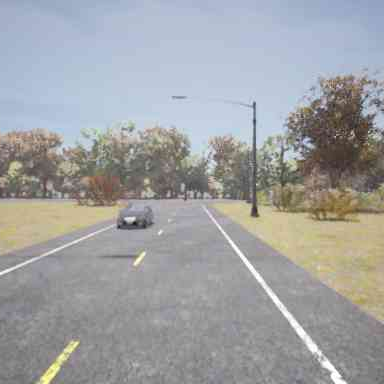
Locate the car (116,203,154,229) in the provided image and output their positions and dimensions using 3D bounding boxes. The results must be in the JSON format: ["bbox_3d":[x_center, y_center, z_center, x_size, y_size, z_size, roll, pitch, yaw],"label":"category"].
[{"bbox_3d":[-3.600,1.477,21.706,2.128,1.511,4.902,0,0,0],"label":"car"}]
